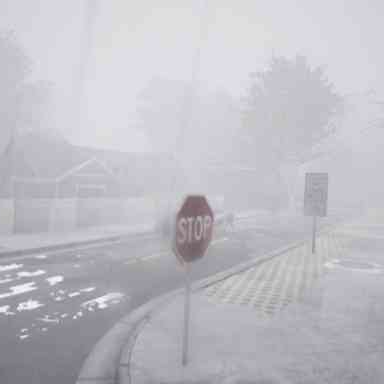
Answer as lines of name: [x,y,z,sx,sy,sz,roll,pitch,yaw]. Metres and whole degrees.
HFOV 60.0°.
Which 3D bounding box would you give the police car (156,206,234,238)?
police car: [0.274,1.350,16.394,1.930,1.638,5.238,3,2,34]
